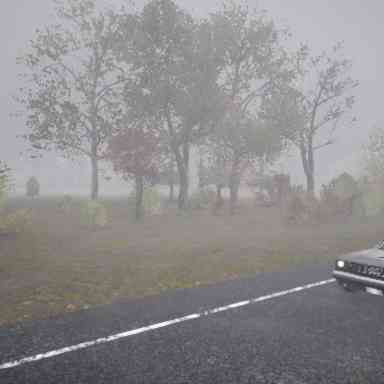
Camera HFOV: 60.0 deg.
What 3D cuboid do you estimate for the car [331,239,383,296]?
[{"bbox_3d":[5.325,1.604,7.663,4.718,1.301,1.895,0,0,-34],"label":"car"}]
